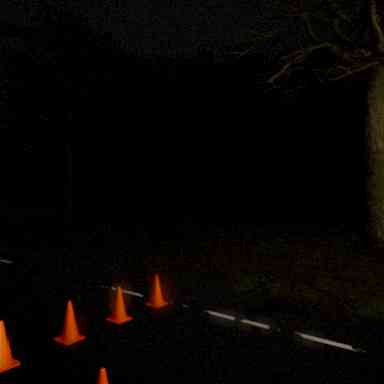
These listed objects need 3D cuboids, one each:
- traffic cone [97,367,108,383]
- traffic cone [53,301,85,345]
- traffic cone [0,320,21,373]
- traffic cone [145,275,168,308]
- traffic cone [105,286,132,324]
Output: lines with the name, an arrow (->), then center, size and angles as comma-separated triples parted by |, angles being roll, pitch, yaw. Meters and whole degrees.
traffic cone -> -0.856, 1.971, 3.164 | 0.340, 0.580, 0.340 | 0, 0, 36
traffic cone -> -1.894, 1.978, 5.144 | 0.340, 0.580, 0.340 | 0, 0, 36
traffic cone -> -2.479, 1.973, 4.333 | 0.340, 0.580, 0.340 | 0, 0, 36
traffic cone -> -0.725, 1.990, 6.767 | 0.340, 0.580, 0.340 | 0, 0, 36
traffic cone -> -1.310, 1.984, 5.955 | 0.340, 0.580, 0.340 | 0, 0, 36
